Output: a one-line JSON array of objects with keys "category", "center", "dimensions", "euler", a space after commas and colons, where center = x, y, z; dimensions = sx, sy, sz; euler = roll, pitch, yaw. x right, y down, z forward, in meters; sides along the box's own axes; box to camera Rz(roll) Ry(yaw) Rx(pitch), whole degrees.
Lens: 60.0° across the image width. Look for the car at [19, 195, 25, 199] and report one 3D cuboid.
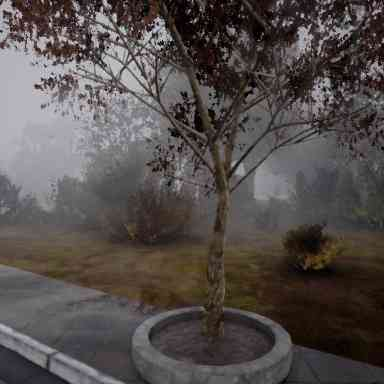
[{"category": "car", "center": [-22.628, 1.174, 43.321], "dimensions": [1.837, 1.490, 4.892], "euler": [1, 0, 32]}]
